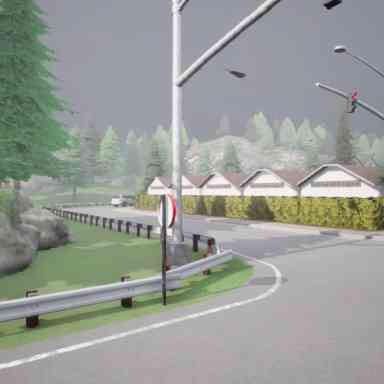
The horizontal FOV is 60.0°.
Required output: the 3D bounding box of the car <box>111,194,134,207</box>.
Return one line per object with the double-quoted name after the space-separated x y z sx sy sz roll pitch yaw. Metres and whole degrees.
-10.454 1.398 53.907 2.150 2.045 5.566 0 0 36 "car"
